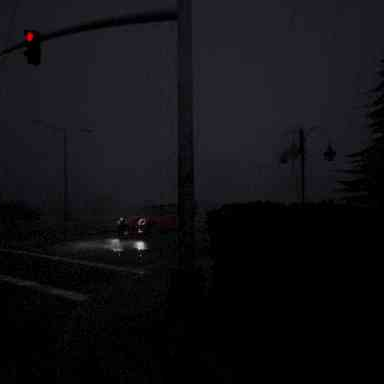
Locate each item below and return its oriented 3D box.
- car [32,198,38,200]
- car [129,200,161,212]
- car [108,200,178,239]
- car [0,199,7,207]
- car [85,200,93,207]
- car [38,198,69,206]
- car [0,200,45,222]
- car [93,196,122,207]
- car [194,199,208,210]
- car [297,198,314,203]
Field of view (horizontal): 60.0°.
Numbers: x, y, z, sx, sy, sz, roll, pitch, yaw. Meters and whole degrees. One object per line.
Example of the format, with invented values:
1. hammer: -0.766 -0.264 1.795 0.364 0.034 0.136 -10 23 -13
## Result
1. car: -32.795 2.086 70.238 1.970 1.475 3.806 -1 -1 35
2. car: -6.003 1.763 42.824 1.970 1.475 3.806 -1 -1 35
3. car: -2.080 1.512 18.691 2.097 1.767 4.553 -1 -1 35
4. car: -39.864 2.196 66.614 2.007 1.523 4.514 -1 -1 35
5. car: -16.952 1.689 59.373 1.905 1.878 3.866 -1 -1 35
6. car: -27.378 1.927 66.784 2.152 1.636 5.027 -1 -1 35
7. car: -14.351 1.676 25.921 2.007 1.523 4.514 -1 -1 35
8. car: -14.344 1.673 58.026 1.932 1.855 4.605 -1 -1 35
9. car: 0.725 1.717 47.146 1.845 1.501 3.633 -1 -1 35
10. car: 14.075 1.541 41.899 2.097 1.767 4.553 -1 -1 35
